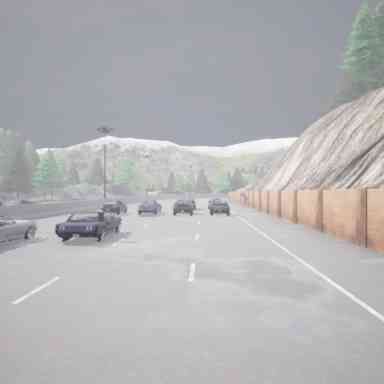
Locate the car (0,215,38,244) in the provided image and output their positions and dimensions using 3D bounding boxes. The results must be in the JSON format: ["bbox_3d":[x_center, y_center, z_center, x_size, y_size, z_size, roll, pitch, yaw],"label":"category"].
[{"bbox_3d":[-8.486,1.601,14.050,1.895,1.301,4.718,0,0,2],"label":"car"}]

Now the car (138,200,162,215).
[{"bbox_3d":[-4.283,1.547,34.147,2.033,1.411,5.357,0,0,2],"label":"car"}]

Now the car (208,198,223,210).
[{"bbox_3d":[3.030,1.525,43.202,1.812,1.442,4.674,0,0,2],"label":"car"}]

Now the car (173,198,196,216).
[{"bbox_3d":[-0.823,1.505,33.027,1.837,1.490,4.892,0,0,2],"label":"car"}]

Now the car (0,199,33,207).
[{"bbox_3d":[-18.387,1.525,34.972,1.812,1.442,4.674,0,0,2],"label":"car"}]

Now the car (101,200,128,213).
[{"bbox_3d":[-7.814,1.526,33.368,1.812,1.442,4.674,0,0,2],"label":"car"}]

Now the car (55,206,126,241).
[{"bbox_3d":[-4.898,1.601,16.530,1.895,1.301,4.718,0,0,2],"label":"car"}]

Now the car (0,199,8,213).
[{"bbox_3d":[-21.887,1.493,35.014,2.128,1.511,4.902,0,0,2],"label":"car"}]

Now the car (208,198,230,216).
[{"bbox_3d":[2.670,1.491,32.758,2.128,1.511,4.902,0,0,2],"label":"car"}]
